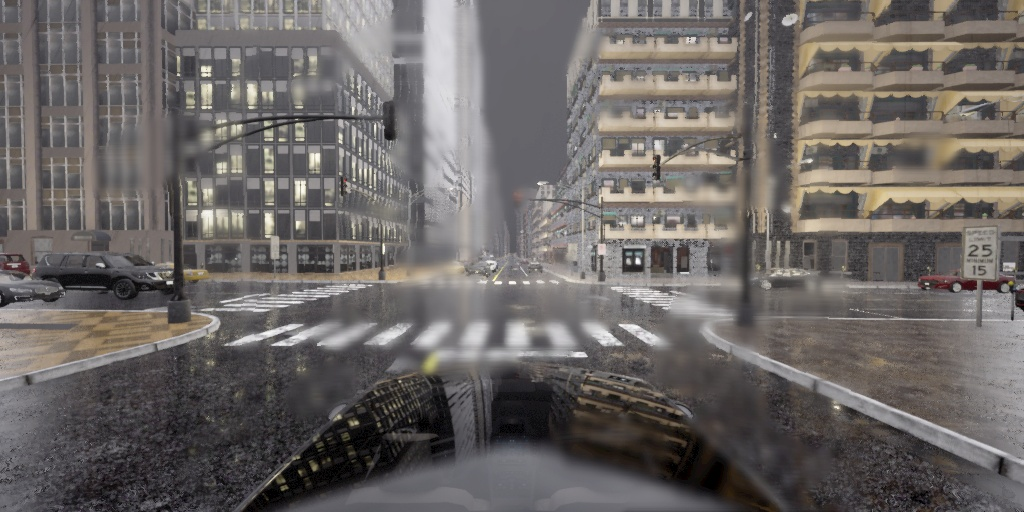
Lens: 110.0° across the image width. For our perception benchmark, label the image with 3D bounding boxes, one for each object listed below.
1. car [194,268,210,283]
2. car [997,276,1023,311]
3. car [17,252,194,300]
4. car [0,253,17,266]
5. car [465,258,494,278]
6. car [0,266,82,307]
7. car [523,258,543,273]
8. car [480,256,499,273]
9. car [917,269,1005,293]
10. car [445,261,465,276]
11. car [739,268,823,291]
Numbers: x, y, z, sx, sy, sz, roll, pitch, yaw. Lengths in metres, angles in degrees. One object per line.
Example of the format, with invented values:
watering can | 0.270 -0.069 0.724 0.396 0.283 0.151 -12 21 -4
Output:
car | -21.666 1.029 22.345 4.829 1.417 1.751 0 0 1
car | 21.716 1.576 13.390 4.313 1.339 1.948 0 0 1
car | -18.482 0.848 16.531 5.566 2.045 2.150 1 1 1
car | -33.613 0.712 22.549 5.009 1.841 2.192 0 0 1
car | -3.095 1.245 34.698 1.837 1.490 4.892 0 0 0
car | -20.286 1.204 14.011 4.403 1.370 2.007 0 0 1
car | 2.690 1.289 42.317 2.007 1.370 4.403 0 0 0
car | -3.096 0.960 44.398 2.150 2.045 5.566 0 0 0
car | 27.375 1.462 21.691 4.507 1.381 1.888 0 0 1
car | -5.691 1.265 36.493 1.751 1.417 4.829 0 0 0
car | 16.309 1.376 21.847 4.403 1.370 2.007 0 0 1
